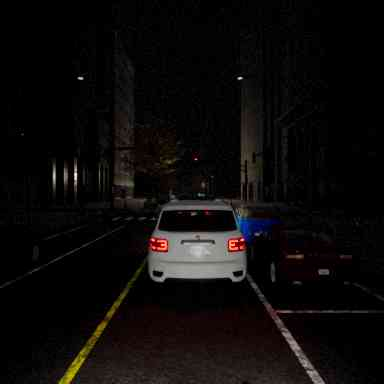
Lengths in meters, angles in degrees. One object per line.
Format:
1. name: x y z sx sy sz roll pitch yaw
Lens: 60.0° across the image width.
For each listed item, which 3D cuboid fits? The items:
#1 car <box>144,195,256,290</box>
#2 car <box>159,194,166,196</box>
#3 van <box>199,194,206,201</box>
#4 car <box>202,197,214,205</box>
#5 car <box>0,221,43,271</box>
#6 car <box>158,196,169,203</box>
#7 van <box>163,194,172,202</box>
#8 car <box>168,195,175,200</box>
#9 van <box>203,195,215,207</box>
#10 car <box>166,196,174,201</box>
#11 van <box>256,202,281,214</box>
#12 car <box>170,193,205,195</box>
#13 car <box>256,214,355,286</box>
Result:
1. car: 0.102 1.223 9.198 2.150 2.045 5.566 0 0 0
2. car: -5.806 1.579 57.910 1.887 1.381 4.507 0 0 0
3. van: 2.699 1.413 85.214 1.690 1.788 3.998 0 0 0
4. car: 2.719 1.601 58.148 1.947 1.339 4.313 0 0 0
5. car: -5.784 1.546 9.237 1.887 1.381 4.507 0 0 0
6. car: -5.814 1.598 68.488 2.008 1.369 4.403 0 0 0
7. van: -5.822 1.403 79.066 1.690 1.788 3.998 0 0 0
8. car: -5.835 1.613 94.763 1.752 1.417 4.829 0 0 0
9. van: 2.724 1.370 52.735 1.690 1.788 3.998 0 0 0
10. car: -5.831 1.645 89.643 1.947 1.339 4.313 0 0 0
11. van: 2.768 1.344 14.750 1.690 1.788 3.998 0 0 0
12. car: 0.084 1.227 19.559 2.150 2.045 5.566 0 0 0
13. car: 2.771 1.546 9.225 1.887 1.381 4.507 0 0 0
